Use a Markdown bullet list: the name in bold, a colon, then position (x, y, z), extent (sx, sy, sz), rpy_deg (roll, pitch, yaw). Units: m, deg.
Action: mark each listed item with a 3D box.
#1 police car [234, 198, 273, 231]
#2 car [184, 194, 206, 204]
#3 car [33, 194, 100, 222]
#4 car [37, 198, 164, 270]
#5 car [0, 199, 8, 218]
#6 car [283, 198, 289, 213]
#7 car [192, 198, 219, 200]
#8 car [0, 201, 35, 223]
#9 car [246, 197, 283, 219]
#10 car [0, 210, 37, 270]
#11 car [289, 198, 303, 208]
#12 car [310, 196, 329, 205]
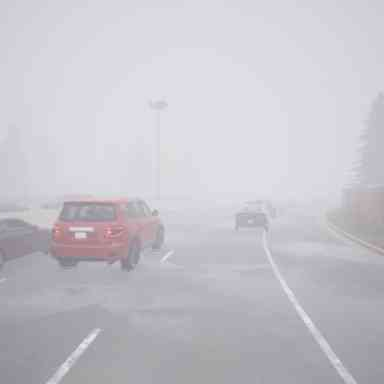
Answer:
- **police car**: position (3.794, 1.402, 20.574), extent (1.930, 1.638, 5.238), rpy_deg (0, 0, 14)
- **car**: position (0.592, 1.250, 64.022), extent (2.097, 1.767, 4.553), rpy_deg (0, 0, 36)
- **car**: position (-9.987, 1.153, 27.066), extent (2.150, 2.045, 5.566), rpy_deg (0, 0, 16)
- **car**: position (-2.487, 1.196, 11.142), extent (2.150, 2.045, 5.566), rpy_deg (0, 0, 7)
- **car**: position (-17.391, 1.402, 26.395), extent (2.128, 1.511, 4.902), rpy_deg (0, 0, 15)
- **car**: position (8.343, 1.423, 33.770), extent (1.801, 1.575, 5.366), rpy_deg (0, 0, 23)
- **car**: position (2.820, 1.131, 61.160), extent (2.150, 2.045, 5.566), rpy_deg (0, 0, 36)
- **car**: position (-14.333, 1.469, 24.466), extent (2.033, 1.411, 5.357), rpy_deg (0, 0, 14)
- **car**: position (6.326, 1.322, 28.730), extent (2.097, 1.767, 4.553), rpy_deg (0, 0, 20)
- **car**: position (-6.070, 1.492, 10.461), extent (1.812, 1.442, 4.674), rpy_deg (0, 0, 7)
- **car**: position (14.331, 1.526, 47.292), extent (1.994, 1.385, 4.181), rpy_deg (0, 0, 35)
- **car**: position (22.019, 1.471, 57.451), extent (1.837, 1.490, 4.892), rpy_deg (0, 0, 43)
